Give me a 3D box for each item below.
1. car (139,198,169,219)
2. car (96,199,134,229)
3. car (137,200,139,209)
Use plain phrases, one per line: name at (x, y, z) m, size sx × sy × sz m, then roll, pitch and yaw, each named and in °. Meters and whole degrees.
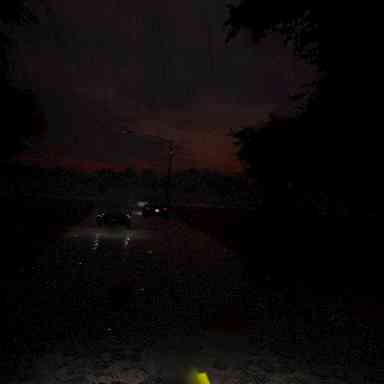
car at (-3.125, 1.415, 28.063) m, size 1.994 × 1.385 × 4.181 m, roll 4°, pitch 0°, yaw -12°
car at (-4.580, 1.185, 19.860) m, size 1.882 × 1.535 × 5.008 m, roll 4°, pitch 0°, yaw -12°
car at (-5.590, 1.349, 39.821) m, size 1.895 × 1.301 × 4.718 m, roll 4°, pitch 0°, yaw -11°
